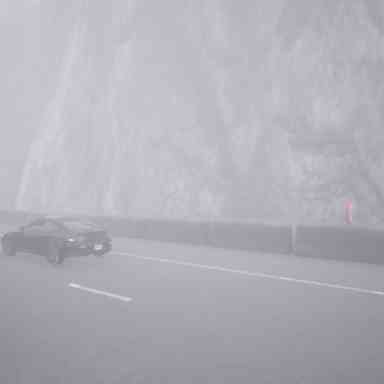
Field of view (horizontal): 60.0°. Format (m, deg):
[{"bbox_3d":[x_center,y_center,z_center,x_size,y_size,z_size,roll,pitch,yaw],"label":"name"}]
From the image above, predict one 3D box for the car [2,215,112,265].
[{"bbox_3d":[-4.786,1.538,11.671,4.674,1.442,1.812,0,0,36],"label":"car"}]
